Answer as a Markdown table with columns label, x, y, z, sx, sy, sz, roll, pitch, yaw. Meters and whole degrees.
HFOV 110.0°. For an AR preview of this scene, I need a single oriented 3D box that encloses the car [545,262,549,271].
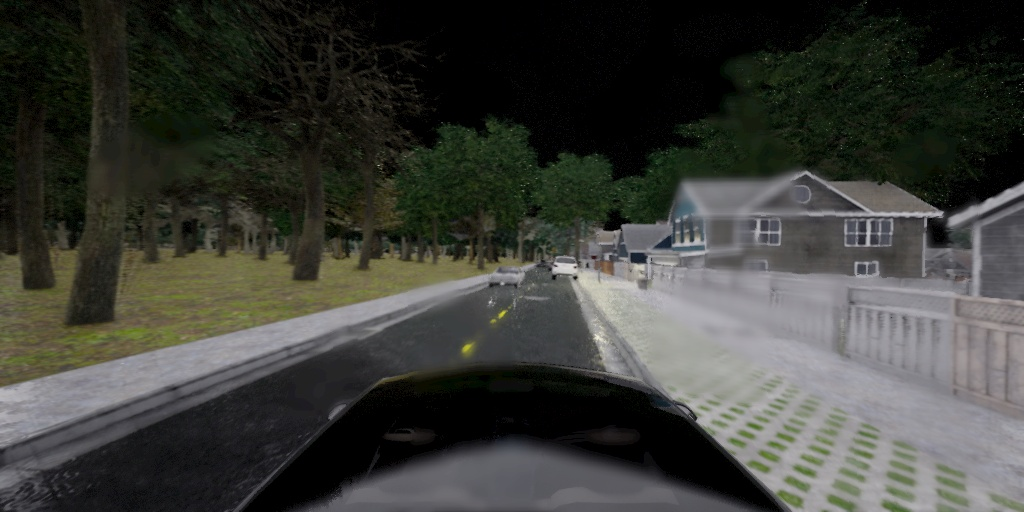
| label | x | y | z | sx | sy | sz | roll | pitch | yaw |
| --- | --- | --- | --- | --- | --- | --- | --- | --- | --- |
| car | 6.245 | 1.483 | 51.681 | 1.994 | 1.385 | 4.181 | 1 | 0 | 8 |

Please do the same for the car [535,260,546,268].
| label | x | y | z | sx | sy | sz | roll | pitch | yaw |
| --- | --- | --- | --- | --- | --- | --- | --- | --- | --- |
| car | 5.259 | 1.426 | 64.037 | 1.837 | 1.490 | 4.892 | 1 | 0 | 8 |

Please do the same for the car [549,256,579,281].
| label | x | y | z | sx | sy | sz | roll | pitch | yaw |
| --- | --- | --- | --- | --- | --- | --- | --- | --- | --- |
| car | 4.756 | 1.105 | 32.217 | 2.150 | 2.045 | 5.566 | 4 | -1 | 8 |

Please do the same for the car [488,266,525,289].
| label | x | y | z | sx | sy | sz | roll | pitch | yaw |
| --- | --- | --- | --- | --- | --- | --- | --- | --- | --- |
| car | -0.288 | 1.343 | 23.400 | 1.895 | 1.301 | 4.718 | 1 | 0 | 8 |
